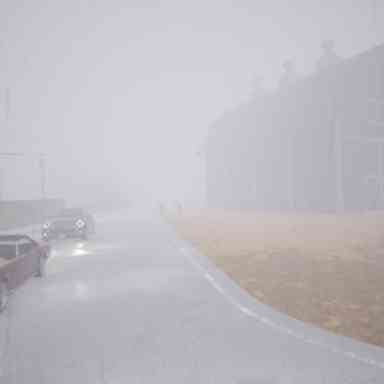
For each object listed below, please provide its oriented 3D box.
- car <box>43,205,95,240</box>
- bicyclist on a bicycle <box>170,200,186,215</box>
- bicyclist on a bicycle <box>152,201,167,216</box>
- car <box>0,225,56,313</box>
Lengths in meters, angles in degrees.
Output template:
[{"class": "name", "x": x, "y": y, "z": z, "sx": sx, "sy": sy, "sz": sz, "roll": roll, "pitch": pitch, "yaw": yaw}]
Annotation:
[{"class": "car", "x": -6.673, "y": 1.623, "z": 18.375, "sx": 2.097, "sy": 1.767, "sz": 4.553, "roll": -2, "pitch": -1, "yaw": -9}, {"class": "bicyclist on a bicycle", "x": -1.529, "y": 1.696, "z": 35.620, "sx": 1.656, "sy": 1.620, "sz": 0.582, "roll": -2, "pitch": 0, "yaw": -2}, {"class": "bicyclist on a bicycle", "x": -3.536, "y": 1.767, "z": 35.952, "sx": 1.656, "sy": 1.620, "sz": 0.582, "roll": -2, "pitch": 0, "yaw": -1}, {"class": "car", "x": -4.844, "y": 1.761, "z": 7.864, "sx": 1.895, "sy": 1.301, "sz": 4.718, "roll": -2, "pitch": 0, "yaw": -10}]
